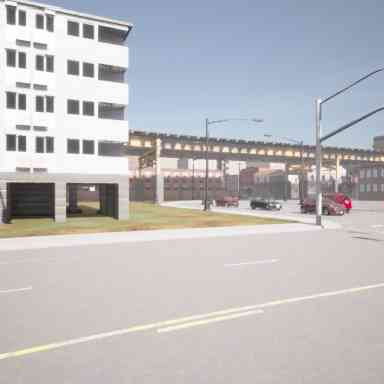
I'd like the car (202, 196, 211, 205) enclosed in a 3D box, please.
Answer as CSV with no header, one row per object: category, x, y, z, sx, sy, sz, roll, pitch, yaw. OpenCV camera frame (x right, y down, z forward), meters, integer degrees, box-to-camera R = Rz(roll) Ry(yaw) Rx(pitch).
car,2.746,1.505,59.893,1.837,1.490,4.892,0,0,-1

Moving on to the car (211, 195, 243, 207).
car,5.219,1.478,50.086,1.882,1.535,5.008,0,0,-22

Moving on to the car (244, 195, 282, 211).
car,9.116,1.491,41.354,2.128,1.511,4.902,0,0,-25

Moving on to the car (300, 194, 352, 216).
car,13.001,1.352,33.090,2.097,1.767,4.553,0,0,-25

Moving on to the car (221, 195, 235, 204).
car,7.380,1.492,67.432,2.128,1.511,4.902,0,0,15
